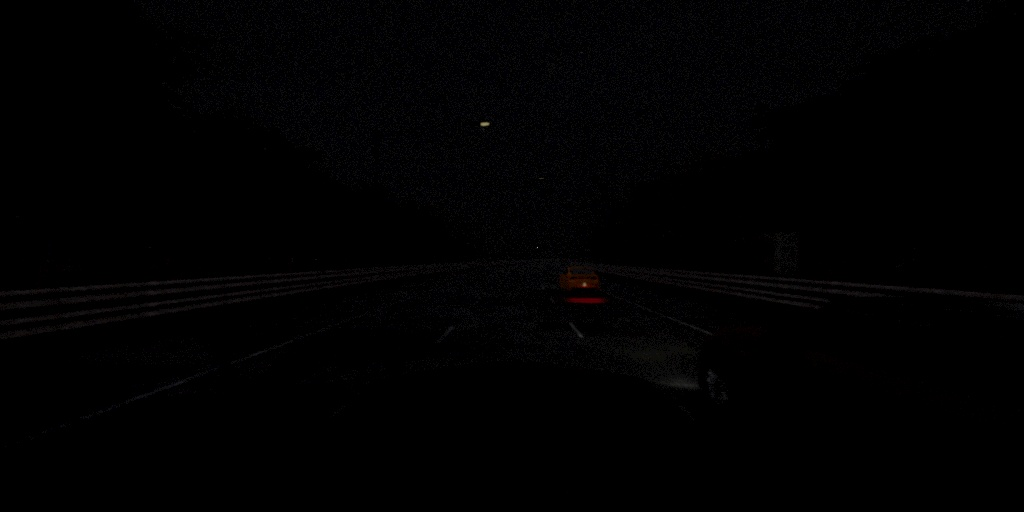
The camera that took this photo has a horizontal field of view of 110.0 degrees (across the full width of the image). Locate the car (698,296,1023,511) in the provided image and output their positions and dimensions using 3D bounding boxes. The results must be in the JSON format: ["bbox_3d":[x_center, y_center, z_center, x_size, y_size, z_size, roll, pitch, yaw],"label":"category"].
[{"bbox_3d":[3.615,1.125,3.134,2.097,1.767,4.553,0,0,0],"label":"car"}]

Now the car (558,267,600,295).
[{"bbox_3d":[3.885,1.376,21.368,1.882,1.535,5.008,0,0,2],"label":"car"}]
